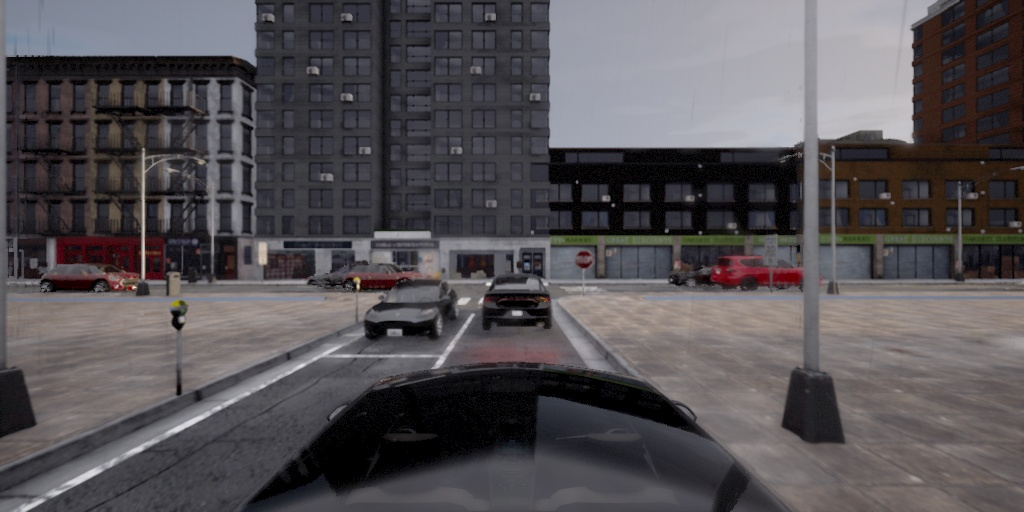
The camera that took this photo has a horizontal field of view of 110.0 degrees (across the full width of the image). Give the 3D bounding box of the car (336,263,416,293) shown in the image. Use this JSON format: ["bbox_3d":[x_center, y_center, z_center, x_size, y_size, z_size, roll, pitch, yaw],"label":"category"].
[{"bbox_3d":[-7.279,1.214,20.840,4.553,1.767,2.097,0,0,0],"label":"car"}]

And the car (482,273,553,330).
[{"bbox_3d":[0.168,1.276,11.336,1.882,1.535,5.008,0,0,1],"label":"car"}]

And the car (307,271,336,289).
[{"bbox_3d":[-10.551,1.425,23.799,5.357,1.411,2.033,0,0,0],"label":"car"}]

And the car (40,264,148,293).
[{"bbox_3d":[-24.181,1.260,20.872,4.553,1.767,2.097,0,0,0],"label":"car"}]

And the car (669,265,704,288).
[{"bbox_3d":[13.050,1.302,23.754,5.008,1.535,1.882,0,0,0],"label":"car"}]

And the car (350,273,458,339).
[{"bbox_3d":[-2.626,1.358,10.228,1.948,1.339,4.313,0,0,0],"label":"car"}]

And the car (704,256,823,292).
[{"bbox_3d":[14.628,1.036,20.798,5.566,2.045,2.150,0,0,0],"label":"car"}]
